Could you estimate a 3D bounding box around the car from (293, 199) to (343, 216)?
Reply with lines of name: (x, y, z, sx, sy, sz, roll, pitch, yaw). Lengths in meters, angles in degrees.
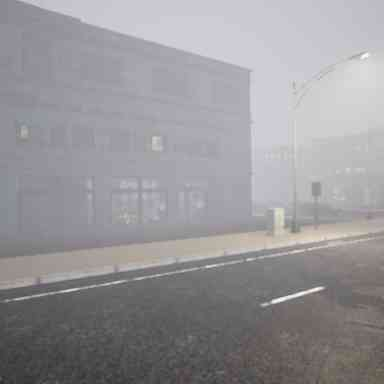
car: (12.760, 1.675, 33.117, 1.947, 1.339, 4.313, -2, 0, -35)

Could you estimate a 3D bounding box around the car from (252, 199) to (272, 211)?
car: (7.900, 1.810, 44.686, 1.895, 1.301, 4.718, -1, 0, -35)

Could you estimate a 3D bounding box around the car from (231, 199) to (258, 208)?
car: (8.475, 1.788, 53.872, 1.802, 1.307, 4.206, -2, 0, -35)

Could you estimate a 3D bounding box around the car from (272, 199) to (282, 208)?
car: (11.674, 1.725, 49.356, 1.802, 1.307, 4.206, -2, 0, -35)

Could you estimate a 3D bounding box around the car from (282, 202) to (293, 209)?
car: (14.873, 1.631, 44.839, 2.008, 1.369, 4.403, -2, 0, -35)
